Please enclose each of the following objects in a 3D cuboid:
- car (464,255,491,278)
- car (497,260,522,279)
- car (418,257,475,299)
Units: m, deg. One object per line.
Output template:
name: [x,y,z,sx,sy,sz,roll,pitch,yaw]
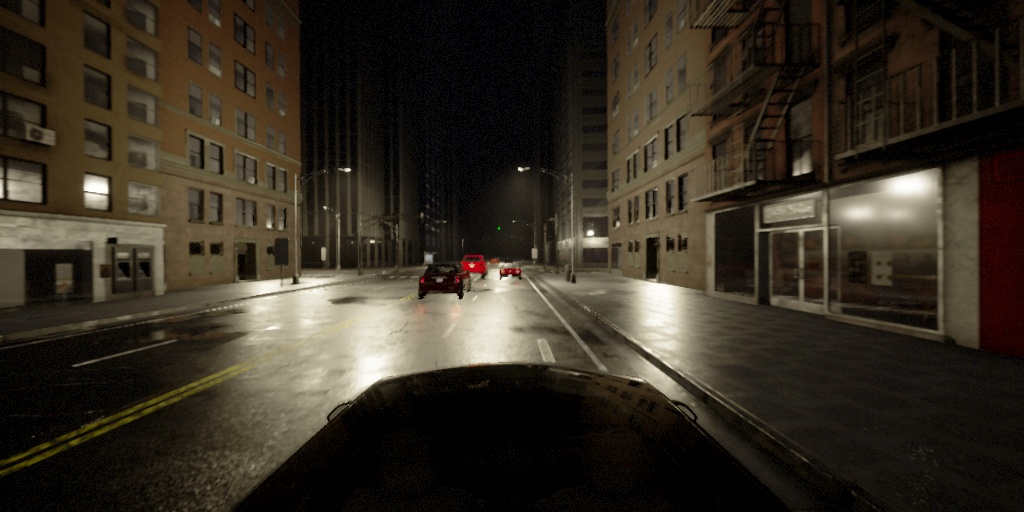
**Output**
car: [-3.430,0.957,33.192,2.150,2.045,5.566,0,0,-1]
car: [-0.160,1.317,31.482,1.895,1.301,4.718,0,0,0]
car: [-3.292,1.110,18.347,2.097,1.767,4.553,0,0,0]
